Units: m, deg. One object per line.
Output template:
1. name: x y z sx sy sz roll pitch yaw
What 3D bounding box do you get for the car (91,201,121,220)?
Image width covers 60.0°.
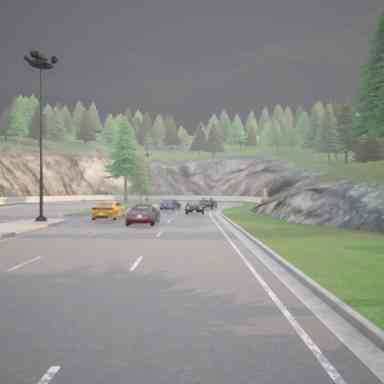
1. car: -6.865 1.477 27.752 1.882 1.535 5.008 0 0 1

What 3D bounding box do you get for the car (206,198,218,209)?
1. car: 2.201 1.492 44.495 2.128 1.511 4.902 0 0 14

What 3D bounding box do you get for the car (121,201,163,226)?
1. car: -3.397 1.564 23.504 1.994 1.385 4.181 0 0 0

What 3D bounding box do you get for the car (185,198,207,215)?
1. car: 0.336 1.601 34.340 1.895 1.301 4.718 0 0 2

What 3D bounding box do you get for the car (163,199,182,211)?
1. car: -2.555 1.547 39.941 2.033 1.411 5.357 0 0 10
